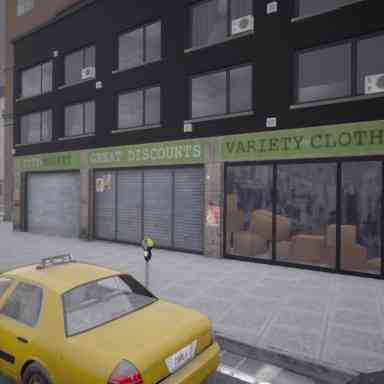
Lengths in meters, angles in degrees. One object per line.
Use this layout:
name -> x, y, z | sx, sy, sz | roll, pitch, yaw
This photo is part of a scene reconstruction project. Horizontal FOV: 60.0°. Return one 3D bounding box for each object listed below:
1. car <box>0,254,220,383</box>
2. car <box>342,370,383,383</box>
car -> -1.980, 1.524, 4.494 | 4.829, 1.417, 1.752 | 0, 1, 35
car -> 2.712, 1.551, 1.160 | 4.403, 1.369, 2.008 | 0, 1, 35
